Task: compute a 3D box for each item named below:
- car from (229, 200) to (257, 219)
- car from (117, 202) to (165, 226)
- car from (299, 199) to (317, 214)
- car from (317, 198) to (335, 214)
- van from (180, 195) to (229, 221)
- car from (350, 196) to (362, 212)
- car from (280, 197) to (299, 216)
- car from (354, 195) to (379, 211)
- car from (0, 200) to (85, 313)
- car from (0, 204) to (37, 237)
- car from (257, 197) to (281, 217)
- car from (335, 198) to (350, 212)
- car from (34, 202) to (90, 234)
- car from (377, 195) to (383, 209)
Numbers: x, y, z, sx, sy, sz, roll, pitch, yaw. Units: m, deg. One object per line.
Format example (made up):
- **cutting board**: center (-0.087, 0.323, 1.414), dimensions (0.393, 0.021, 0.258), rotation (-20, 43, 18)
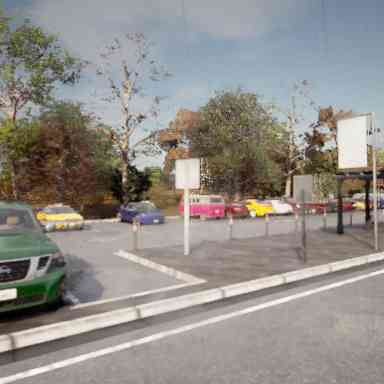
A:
- **car**: center (2.990, 1.514, 28.828), dimensions (2.002, 1.452, 4.674), rotation (0, 0, -36)
- **car**: center (-3.767, 1.510, 23.965), dimensions (2.163, 1.488, 4.792), rotation (0, 0, -36)
- **car**: center (9.744, 1.345, 33.700), dimensions (2.185, 1.767, 4.553), rotation (0, 0, -36)
- **car**: center (12.017, 1.469, 35.294), dimensions (2.097, 1.535, 5.008), rotation (0, 0, -36)
- **van**: center (0.663, 1.250, 27.311), dimensions (1.878, 1.987, 4.442), rotation (0, 0, -36)
- **car**: center (16.518, 1.498, 38.541), dimensions (2.163, 1.488, 4.792), rotation (0, 0, -36)
- **car**: center (7.506, 1.511, 32.059), dimensions (2.002, 1.452, 4.674), rotation (0, 0, -36)
- **car**: center (18.900, 1.465, 39.980), dimensions (1.946, 1.575, 5.366), rotation (0, 0, -36)
- **car**: center (-4.484, 1.235, 7.374), dimensions (2.435, 2.045, 5.566), rotation (0, 0, -36)
- **car**: center (-10.575, 1.516, 19.168), dimensions (2.163, 1.488, 4.792), rotation (0, 0, -36)
- **car**: center (5.250, 1.472, 30.442), dimensions (2.097, 1.535, 5.008), rotation (0, 0, -36)
- **car**: center (14.281, 1.470, 36.899), dimensions (2.231, 1.521, 4.892), rotation (0, 0, -36)
- **car**: center (-8.192, 1.481, 20.608), dimensions (1.946, 1.575, 5.366), rotation (0, 0, -36)
- **car**: center (21.033, 1.498, 41.770), dimensions (2.163, 1.488, 4.792), rotation (0, 0, -36)
